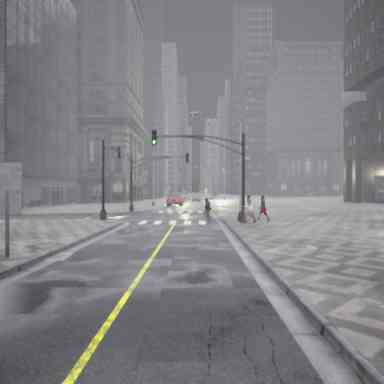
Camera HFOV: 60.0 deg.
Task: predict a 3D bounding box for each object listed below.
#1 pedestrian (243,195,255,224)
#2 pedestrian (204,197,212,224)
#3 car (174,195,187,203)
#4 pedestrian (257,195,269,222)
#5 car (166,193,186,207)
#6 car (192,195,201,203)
[{"bbox_3d":[3.714,1.092,21.542,0.375,1.860,0.375,0,0,1],"label":"pedestrian"},{"bbox_3d":[1.105,1.244,22.796,0.375,1.860,0.375,0,0,1],"label":"pedestrian"},{"bbox_3d":[-2.203,1.362,64.848,2.128,1.511,4.902,0,0,1],"label":"car"},{"bbox_3d":[4.741,1.090,22.128,0.375,1.860,0.375,0,0,1],"label":"pedestrian"},{"bbox_3d":[-2.460,1.119,48.283,2.150,2.045,5.566,0,0,2],"label":"car"},{"bbox_3d":[0.878,1.414,68.041,2.033,1.411,5.357,0,0,1],"label":"car"}]
